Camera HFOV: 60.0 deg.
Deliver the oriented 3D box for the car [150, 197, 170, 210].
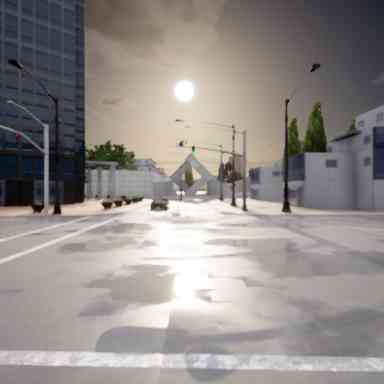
[{"bbox_3d":[-3.572,1.272,37.983,2.033,1.411,5.357,0,0,1],"label":"car"}]
